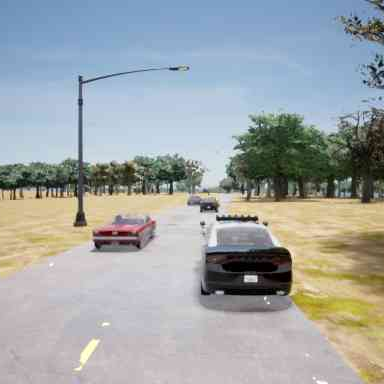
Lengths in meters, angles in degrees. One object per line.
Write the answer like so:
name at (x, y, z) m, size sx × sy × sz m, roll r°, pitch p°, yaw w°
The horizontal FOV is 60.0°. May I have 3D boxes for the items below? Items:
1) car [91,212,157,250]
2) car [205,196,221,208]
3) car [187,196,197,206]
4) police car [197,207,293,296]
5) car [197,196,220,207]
car at (-2.767, 1.595, 14.486) m, size 1.895 × 1.301 × 4.718 m, roll 0°, pitch 0°, yaw 2°
car at (2.983, 1.320, 47.174) m, size 1.882 × 1.535 × 5.008 m, roll 0°, pitch 0°, yaw 8°
car at (0.355, 1.324, 49.885) m, size 1.837 × 1.490 × 4.892 m, roll 0°, pitch 0°, yaw 7°
police car at (1.168, 1.423, 8.812) m, size 1.930 × 1.638 × 5.238 m, roll 0°, pitch 0°, yaw 1°
car at (1.959, 1.393, 36.799) m, size 1.882 × 1.535 × 5.008 m, roll 0°, pitch 0°, yaw 6°
